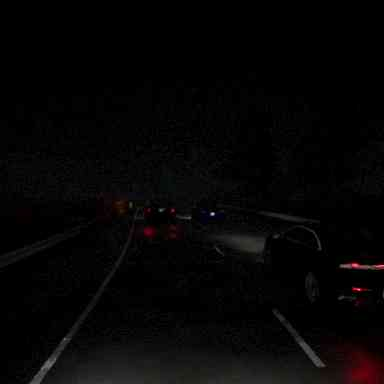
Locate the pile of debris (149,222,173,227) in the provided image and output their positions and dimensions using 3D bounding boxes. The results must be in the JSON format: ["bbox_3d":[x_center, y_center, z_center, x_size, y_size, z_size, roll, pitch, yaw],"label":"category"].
[{"bbox_3d":[-2.048,2.092,21.652,1.500,0.140,1.860,0,0,-8],"label":"pile of debris"}]

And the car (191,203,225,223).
[{"bbox_3d":[1.120,1.463,24.675,1.994,1.385,4.181,0,0,-8],"label":"car"}]

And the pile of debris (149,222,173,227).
[{"bbox_3d":[-2.048,2.092,21.652,1.500,0.140,1.860,0,0,-8],"label":"pile of debris"}]

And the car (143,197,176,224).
[{"bbox_3d":[-2.378,1.258,24.399,2.097,1.767,4.553,0,0,-8],"label":"car"}]

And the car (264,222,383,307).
[{"bbox_3d":[3.133,1.455,7.887,2.128,1.511,4.902,0,0,-4],"label":"car"}]
